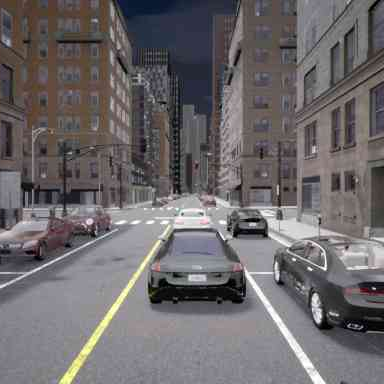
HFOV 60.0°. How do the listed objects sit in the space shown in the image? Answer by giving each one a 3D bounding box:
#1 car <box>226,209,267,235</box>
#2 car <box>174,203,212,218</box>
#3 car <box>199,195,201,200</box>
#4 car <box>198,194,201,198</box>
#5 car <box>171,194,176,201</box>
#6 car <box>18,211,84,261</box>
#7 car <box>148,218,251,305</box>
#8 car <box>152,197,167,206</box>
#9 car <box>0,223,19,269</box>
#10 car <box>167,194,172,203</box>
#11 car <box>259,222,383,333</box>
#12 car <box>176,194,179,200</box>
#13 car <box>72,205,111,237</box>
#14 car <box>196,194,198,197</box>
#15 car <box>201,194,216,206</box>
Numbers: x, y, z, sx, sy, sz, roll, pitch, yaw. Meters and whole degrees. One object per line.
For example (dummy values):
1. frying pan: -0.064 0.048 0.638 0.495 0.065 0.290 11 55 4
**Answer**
1. car: 2.869 1.566 17.721 1.947 1.339 4.313 0 0 0
2. car: 0.047 1.526 16.943 1.812 1.442 4.674 0 0 1
3. car: 2.959 1.606 65.629 2.008 1.369 4.403 0 0 0
4. car: 2.986 1.524 76.447 1.967 1.590 4.097 0 0 0
5. car: -5.525 1.626 81.703 1.752 1.417 4.829 0 0 0
6. car: -5.661 1.582 12.227 1.802 1.307 4.206 0 0 0
7. car: 0.088 1.564 8.184 1.994 1.385 4.181 0 0 0
8. car: -5.594 1.618 54.831 1.802 1.307 4.206 0 0 0
9. car: -5.665 1.566 6.725 1.947 1.339 4.313 0 0 0
10. car: -5.566 1.607 65.648 2.008 1.369 4.403 0 0 0
11. car: 2.860 1.550 6.719 2.008 1.369 4.403 0 0 0
12. car: -5.498 1.457 92.691 2.192 1.841 5.009 0 0 0
13. car: -5.657 1.441 17.728 1.967 1.590 4.097 0 0 0
14. car: 3.026 1.457 92.675 2.192 1.841 5.009 0 0 0
15. car: 2.930 1.476 54.812 1.967 1.590 4.097 0 0 0
